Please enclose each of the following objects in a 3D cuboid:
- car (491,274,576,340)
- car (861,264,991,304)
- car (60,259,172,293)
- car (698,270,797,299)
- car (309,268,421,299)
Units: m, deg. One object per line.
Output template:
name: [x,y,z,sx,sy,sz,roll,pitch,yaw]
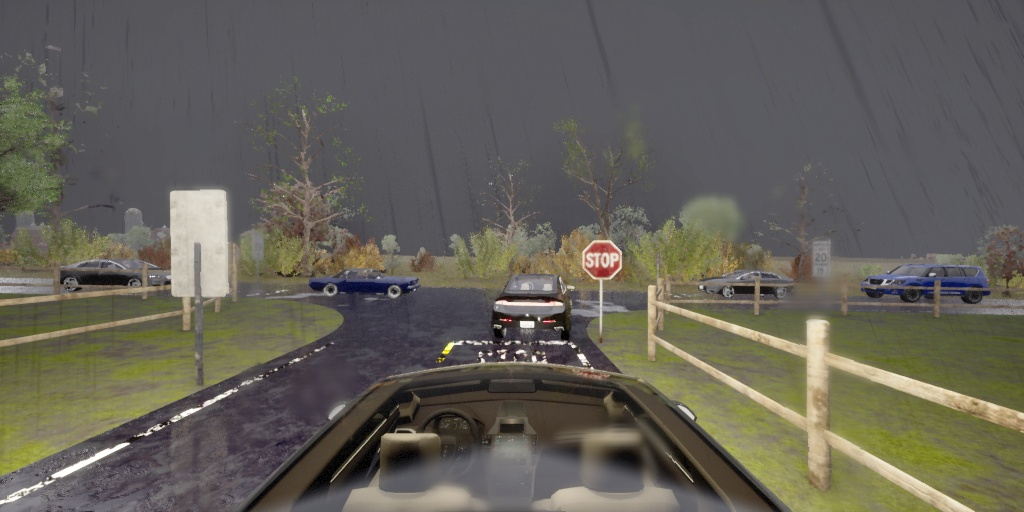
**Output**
car: [0.707,1.240,10.006,2.128,1.511,4.902,0,0,9]
car: [22.900,1.466,19.954,5.566,2.045,2.150,1,1,0]
car: [-18.490,0.885,17.054,4.902,1.511,2.128,1,1,0]
car: [13.004,1.525,19.965,4.902,1.511,2.128,1,1,0]
car: [-6.822,1.248,17.037,4.718,1.301,1.895,1,1,0]
